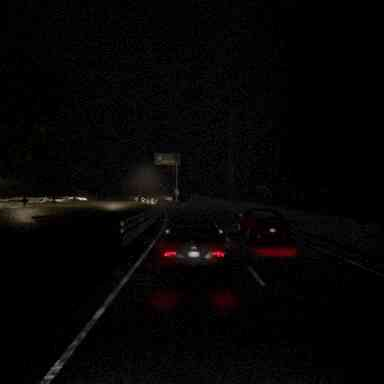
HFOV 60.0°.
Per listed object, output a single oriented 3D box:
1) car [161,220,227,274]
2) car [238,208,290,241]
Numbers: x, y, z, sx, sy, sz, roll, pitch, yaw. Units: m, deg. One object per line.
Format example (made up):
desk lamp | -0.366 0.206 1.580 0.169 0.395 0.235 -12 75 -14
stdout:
car | 0.067 1.607 10.770 2.033 1.411 5.357 0 0 0
car | 3.594 1.574 17.279 1.882 1.535 5.008 0 0 0
